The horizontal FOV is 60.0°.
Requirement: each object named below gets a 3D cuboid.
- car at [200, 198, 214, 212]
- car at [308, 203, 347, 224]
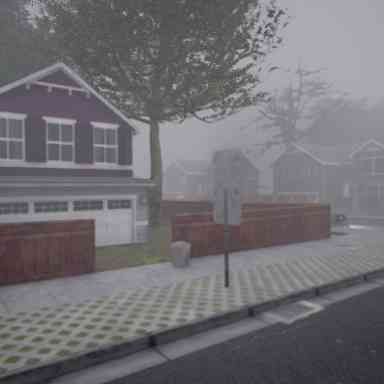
[{"bbox_3d":[2.149,1.353,30.963,1.837,1.490,4.892,-1,1,-36],"label":"car"},{"bbox_3d":[8.241,1.453,22.605,1.994,1.385,4.181,-1,1,-36],"label":"car"}]
